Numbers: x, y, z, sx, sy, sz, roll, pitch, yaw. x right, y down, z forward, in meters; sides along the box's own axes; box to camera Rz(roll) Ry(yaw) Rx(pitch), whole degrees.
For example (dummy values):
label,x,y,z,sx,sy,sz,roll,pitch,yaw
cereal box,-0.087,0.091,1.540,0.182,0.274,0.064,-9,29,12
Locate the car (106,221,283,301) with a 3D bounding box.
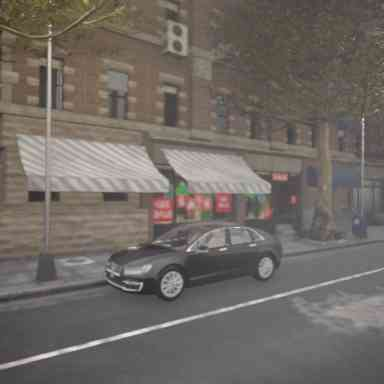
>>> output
label,x,y,z,sx,sy,sz,roll,pitch,yaw
car,0.274,1.537,8.531,4.892,1.521,2.231,1,0,-36
